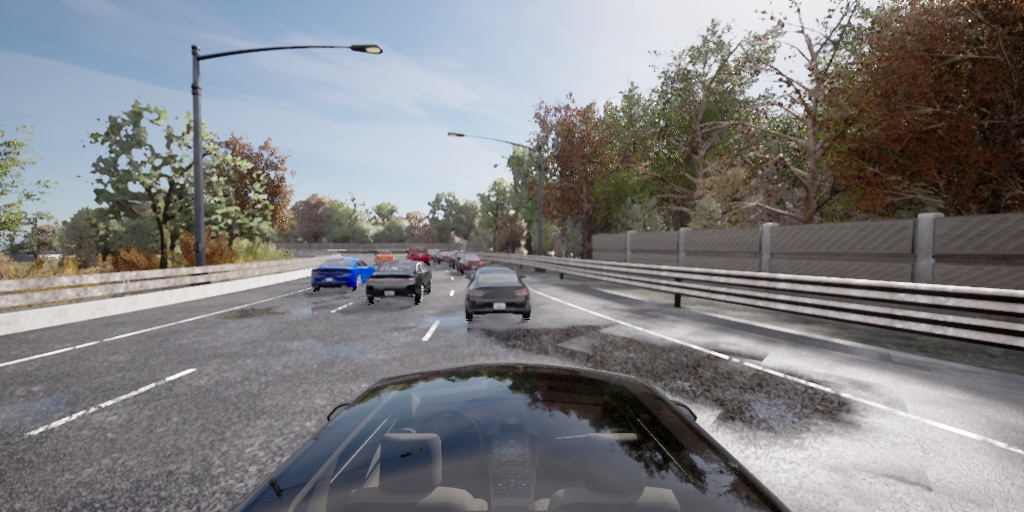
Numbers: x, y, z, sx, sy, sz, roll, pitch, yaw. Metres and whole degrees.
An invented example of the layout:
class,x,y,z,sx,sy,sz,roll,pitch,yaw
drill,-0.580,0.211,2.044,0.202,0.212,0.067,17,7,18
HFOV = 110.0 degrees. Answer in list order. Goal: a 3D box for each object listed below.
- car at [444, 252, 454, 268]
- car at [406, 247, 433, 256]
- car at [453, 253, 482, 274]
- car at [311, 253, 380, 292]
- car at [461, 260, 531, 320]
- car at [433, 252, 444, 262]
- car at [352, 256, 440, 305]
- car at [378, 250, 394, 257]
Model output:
class,x,y,z,sx,sy,sz,roll,pitch,yaw
car,-5.061,0.425,34.912,2.128,1.511,4.902,0,1,-17
car,-10.760,0.009,40.919,2.150,2.045,5.566,0,1,-20
car,-3.342,0.616,28.537,1.812,1.442,4.674,0,1,-14
car,-8.304,0.828,18.026,1.882,1.535,5.008,0,1,-8
car,-0.501,1.038,11.363,1.812,1.442,4.674,0,2,-5
car,-8.526,0.225,44.483,1.812,1.442,4.674,-1,2,-21
car,-4.280,0.937,14.133,2.128,1.511,4.902,0,1,-6
car,-14.545,0.141,40.923,2.097,1.767,4.553,-1,2,-21
